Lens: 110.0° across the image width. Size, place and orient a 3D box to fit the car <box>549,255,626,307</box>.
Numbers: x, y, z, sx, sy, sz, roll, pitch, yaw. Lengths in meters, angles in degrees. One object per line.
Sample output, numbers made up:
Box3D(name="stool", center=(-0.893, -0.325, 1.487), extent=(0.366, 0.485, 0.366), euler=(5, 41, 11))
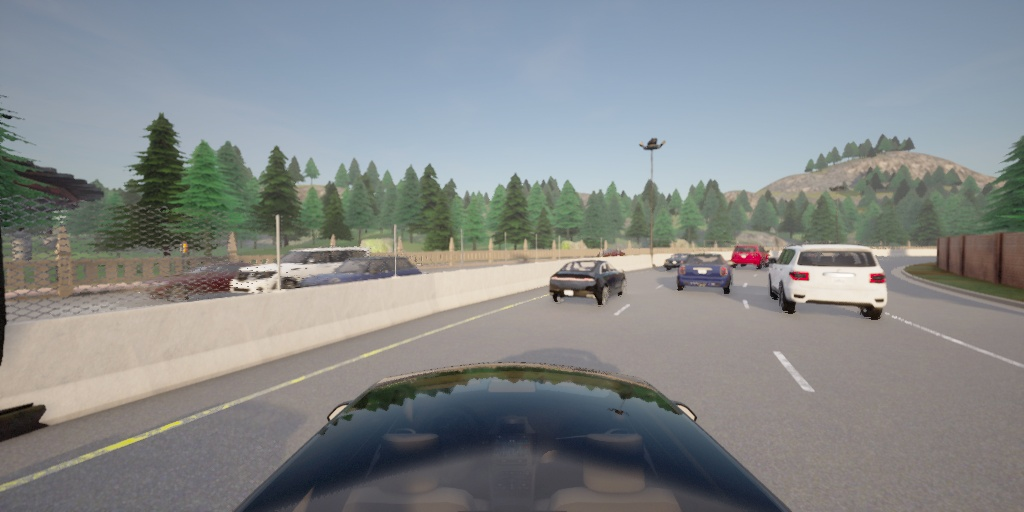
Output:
Box3D(name="car", center=(3.023, 0.901, 13.642), extent=(2.128, 1.511, 4.902), euler=(1, 2, 29))

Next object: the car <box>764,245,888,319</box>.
Box3D(name="car", center=(9.930, 0.655, 11.700), extent=(2.150, 2.045, 5.566), euler=(1, 2, 31))

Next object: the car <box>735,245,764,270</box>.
Box3D(name="car", center=(21.075, 0.062, 31.587), extent=(2.150, 2.045, 5.566), euler=(1, 2, 45))

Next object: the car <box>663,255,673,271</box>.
Box3D(name="car", center=(14.073, 0.481, 29.266), extent=(2.033, 1.411, 5.357), euler=(1, 2, 41))

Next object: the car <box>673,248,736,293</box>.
Box3D(name="car", center=(9.317, 0.638, 17.162), extent=(2.097, 1.767, 4.553), euler=(1, 2, 33))

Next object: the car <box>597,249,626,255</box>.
Box3D(name="car", center=(13.487, -0.201, 48.710), extent=(5.008, 1.535, 1.882), euler=(-2, 2, -41))

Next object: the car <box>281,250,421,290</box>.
Box3D(name="car", center=(-5.398, 0.810, 13.129), extent=(2.097, 1.767, 4.553), euler=(1, 2, 28))

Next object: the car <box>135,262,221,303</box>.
Box3D(name="car", center=(-12.330, 0.963, 14.913), extent=(1.812, 1.442, 4.674), euler=(0, 2, 26))

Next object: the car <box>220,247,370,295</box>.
Box3D(name="car", center=(-8.359, 0.638, 15.138), extent=(2.150, 2.045, 5.566), euler=(0, 2, 28))

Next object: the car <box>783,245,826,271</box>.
Box3D(name="car", center=(25.086, 0.071, 30.630), extent=(5.566, 2.045, 2.150), euler=(-2, 2, -44))
